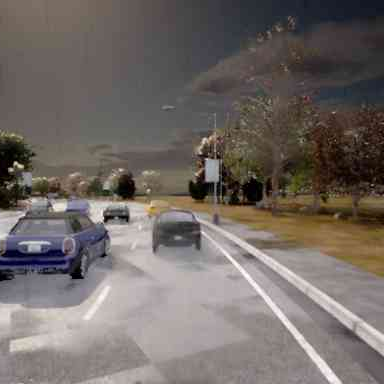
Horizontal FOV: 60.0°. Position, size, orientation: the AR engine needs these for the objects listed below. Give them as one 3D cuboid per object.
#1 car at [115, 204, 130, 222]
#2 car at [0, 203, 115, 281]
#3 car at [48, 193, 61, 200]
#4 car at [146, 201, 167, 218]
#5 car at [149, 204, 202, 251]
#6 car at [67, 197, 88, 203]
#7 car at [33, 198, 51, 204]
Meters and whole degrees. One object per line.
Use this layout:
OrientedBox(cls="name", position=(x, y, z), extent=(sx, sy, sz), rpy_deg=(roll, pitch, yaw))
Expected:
OrientedBox(cls="car", position=(-5.980, 1.634, 26.779), extent=(1.895, 1.301, 4.718), rpy_deg=(0, 0, -10))
OrientedBox(cls="car", position=(-3.888, 1.368, 10.076), extent=(2.097, 1.767, 4.553), rpy_deg=(0, 0, -3))
OrientedBox(cls="car", position=(-29.056, 1.104, 69.992), extent=(2.150, 2.045, 5.566), rpy_deg=(0, 0, -29))
OrientedBox(cls="car", position=(-3.108, 1.511, 30.225), extent=(1.882, 1.535, 5.008), rpy_deg=(0, 0, -11))
OrientedBox(cls="car", position=(-0.730, 1.493, 14.364), extent=(1.882, 1.535, 5.008), rpy_deg=(0, 0, -5))
OrientedBox(cls="car", position=(-10.839, 1.518, 31.969), extent=(1.882, 1.535, 5.008), rpy_deg=(0, 0, -13))
OrientedBox(cls="car", position=(-14.351, 1.568, 31.691), extent=(1.812, 1.442, 4.674), rpy_deg=(0, 0, -13))
